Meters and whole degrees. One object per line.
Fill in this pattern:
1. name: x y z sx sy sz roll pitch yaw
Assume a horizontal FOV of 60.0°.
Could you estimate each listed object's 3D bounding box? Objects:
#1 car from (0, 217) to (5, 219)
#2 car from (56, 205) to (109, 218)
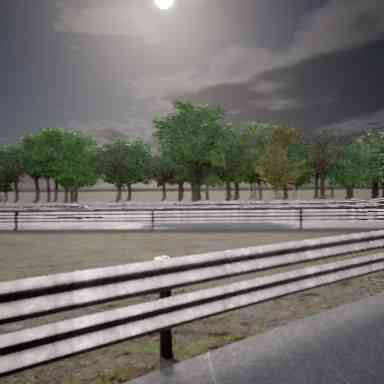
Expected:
1. car: -19.520 2.157 30.538 4.181 1.385 1.994 -1 0 5
2. car: -10.967 2.047 33.247 5.357 1.411 2.033 -1 0 6
